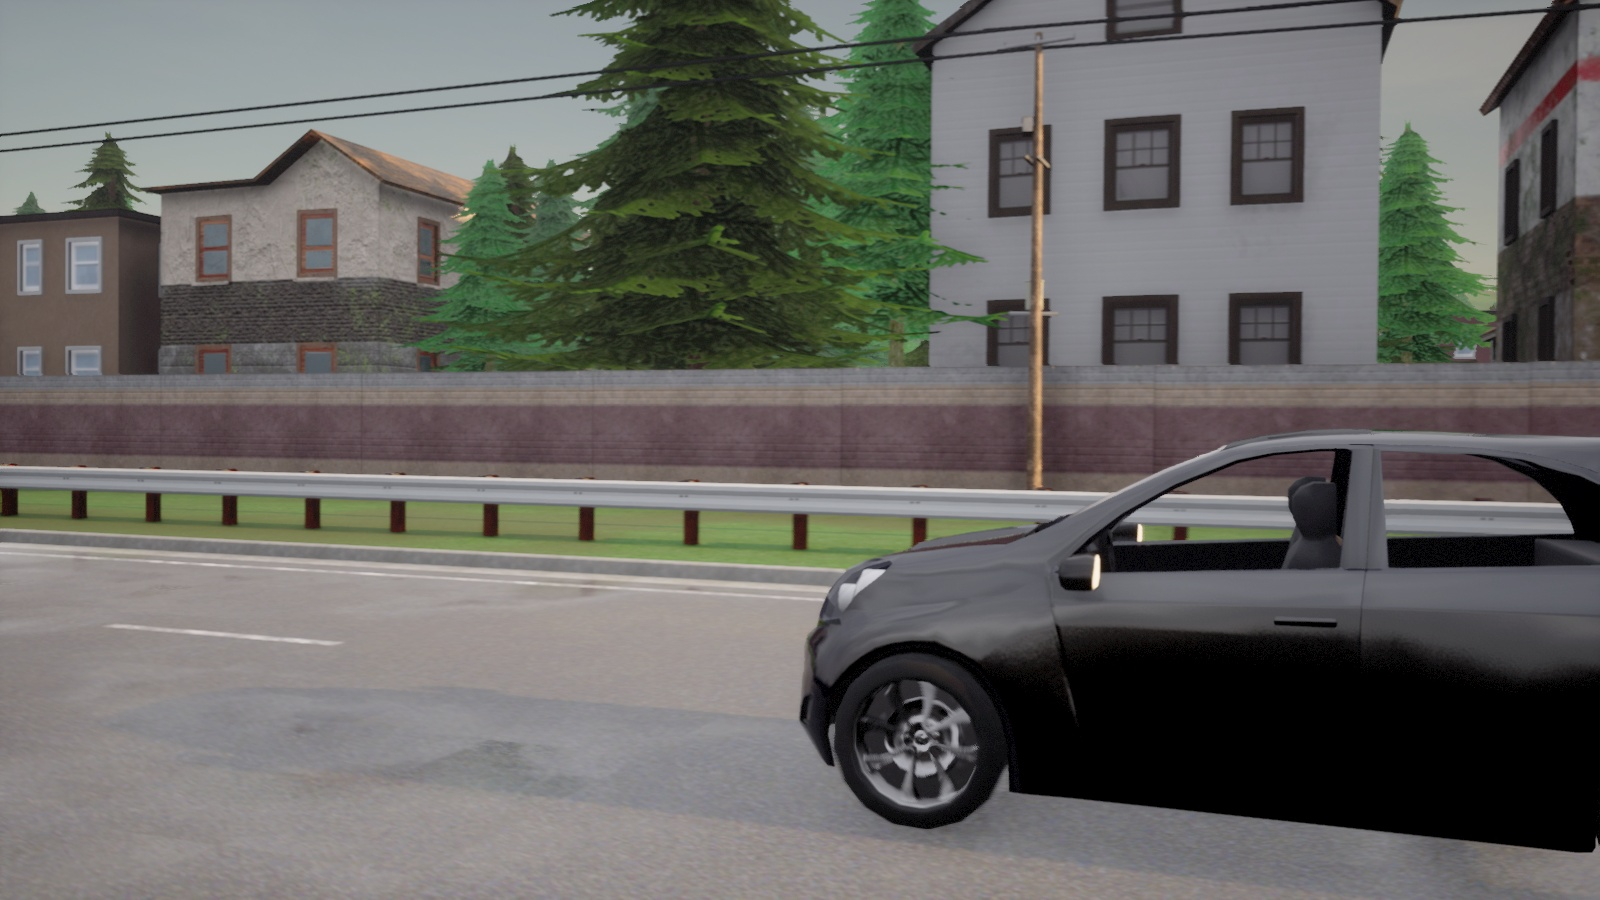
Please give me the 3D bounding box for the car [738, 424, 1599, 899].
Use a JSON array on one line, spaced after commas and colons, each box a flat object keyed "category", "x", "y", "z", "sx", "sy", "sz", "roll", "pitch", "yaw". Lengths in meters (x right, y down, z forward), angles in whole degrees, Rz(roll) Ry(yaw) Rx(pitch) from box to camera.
[{"category": "car", "x": 1.799, "y": 0.662, "z": 4.923, "sx": 3.633, "sy": 1.501, "sz": 1.845, "roll": 0, "pitch": 1, "yaw": 20}]
